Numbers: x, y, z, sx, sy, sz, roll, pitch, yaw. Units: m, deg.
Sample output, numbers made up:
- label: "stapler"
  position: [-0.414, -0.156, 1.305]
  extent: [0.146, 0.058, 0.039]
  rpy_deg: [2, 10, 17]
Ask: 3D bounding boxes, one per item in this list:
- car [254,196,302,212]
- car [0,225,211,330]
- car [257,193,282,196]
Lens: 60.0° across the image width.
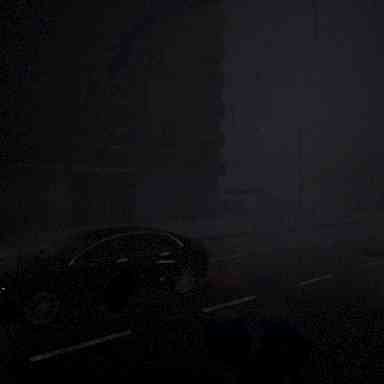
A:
- label: "car"
  position: [10.022, 1.492, 38.281]
  extent: [2.033, 1.411, 5.357]
  rpy_deg: [0, 0, -37]
- label: "car"
  position: [-1.810, 1.505, 7.034]
  extent: [4.892, 1.490, 1.837]
  rpy_deg: [0, 0, -37]
- label: "car"
  position: [10.638, 1.166, 43.197]
  extent: [2.150, 2.045, 5.566]
  rpy_deg: [0, 0, -38]
